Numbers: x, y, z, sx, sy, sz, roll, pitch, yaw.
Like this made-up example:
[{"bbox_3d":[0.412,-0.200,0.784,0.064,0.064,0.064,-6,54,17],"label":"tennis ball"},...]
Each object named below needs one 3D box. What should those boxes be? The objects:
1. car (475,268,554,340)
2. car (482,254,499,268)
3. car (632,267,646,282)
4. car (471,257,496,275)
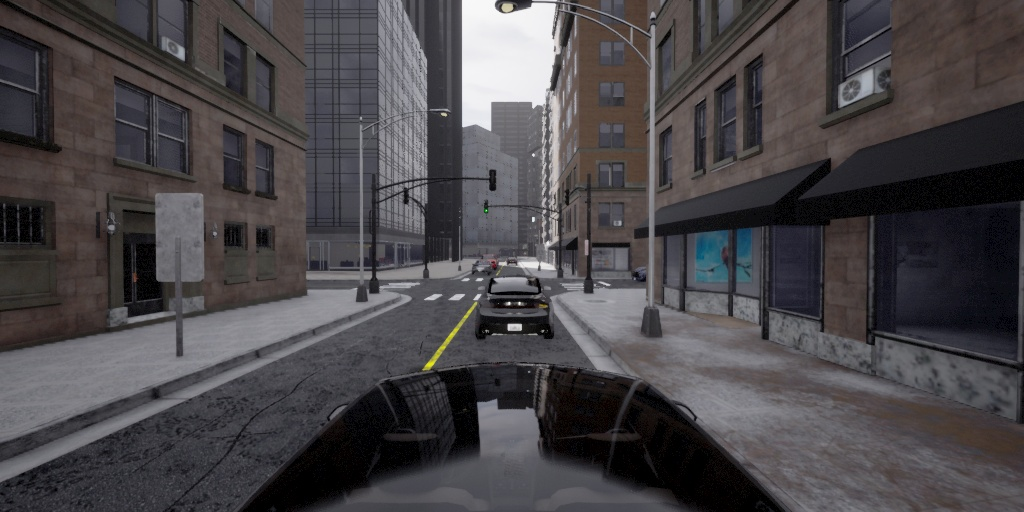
[{"bbox_3d":[0.070,1.252,9.957,1.837,1.490,4.892,0,0,0],"label":"car"},{"bbox_3d":[-3.153,0.809,48.245,2.150,2.045,5.566,0,1,0],"label":"car"},{"bbox_3d":[10.824,1.012,25.118,4.553,1.767,2.097,0,1,-1],"label":"car"},{"bbox_3d":[-3.135,1.163,37.941,2.128,1.511,4.902,0,0,0],"label":"car"}]
